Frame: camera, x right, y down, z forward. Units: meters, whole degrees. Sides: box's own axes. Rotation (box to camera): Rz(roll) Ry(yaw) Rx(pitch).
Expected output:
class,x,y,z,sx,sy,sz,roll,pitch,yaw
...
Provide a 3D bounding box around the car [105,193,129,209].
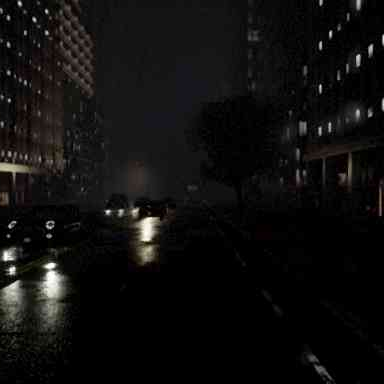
class,x,y,z,sx,sy,sz,roll,pitch,yaw
car,-9.867,1.146,44.339,2.150,2.045,5.566,0,0,0

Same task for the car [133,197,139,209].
class,x,y,z,sx,sy,sz,roll,pitch,yaw
car,-6.616,1.404,44.563,1.882,1.535,5.008,0,0,0

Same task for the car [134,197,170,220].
class,x,y,z,sx,sy,sz,roll,pitch,yaw
car,-3.180,1.432,27.405,1.882,1.535,5.008,0,0,0

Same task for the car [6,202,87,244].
class,x,y,z,sx,sy,sz,roll,pitch,yaw
car,-6.574,1.325,15.503,2.097,1.767,4.553,0,0,0

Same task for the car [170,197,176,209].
class,x,y,z,sx,sy,sz,roll,pitch,yaw
car,-3.187,1.403,45.223,1.882,1.535,5.008,0,0,0

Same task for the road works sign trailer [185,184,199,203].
class,x,y,z,sx,sy,sz,roll,pitch,yaw
road works sign trailer,0.065,0.283,65.478,2.380,3.560,2.880,3,-3,1
